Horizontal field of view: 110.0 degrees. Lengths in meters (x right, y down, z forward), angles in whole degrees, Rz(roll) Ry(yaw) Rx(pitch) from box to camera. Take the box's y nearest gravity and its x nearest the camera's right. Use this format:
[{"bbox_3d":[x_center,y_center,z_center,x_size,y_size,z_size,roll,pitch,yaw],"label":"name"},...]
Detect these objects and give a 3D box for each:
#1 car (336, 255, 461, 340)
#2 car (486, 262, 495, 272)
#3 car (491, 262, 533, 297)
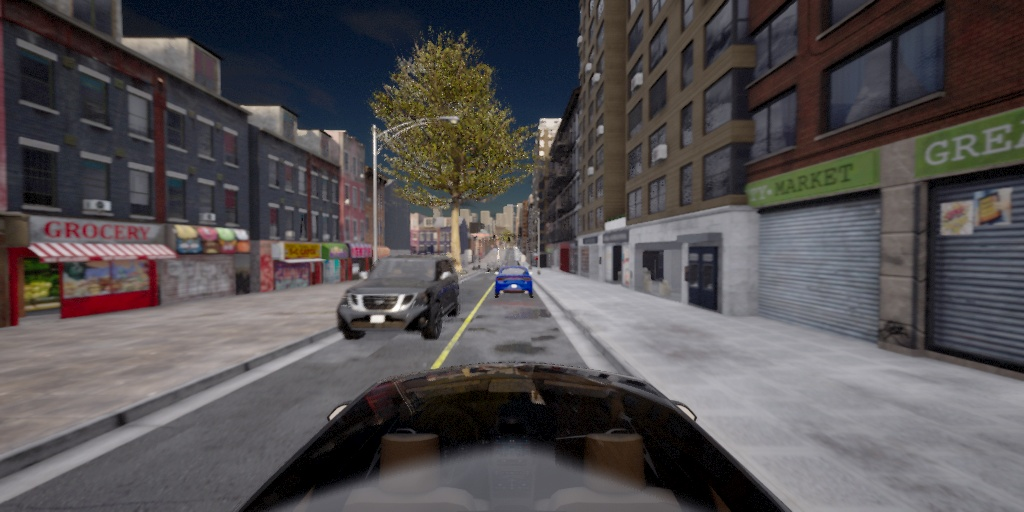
[{"bbox_3d":[-2.850,0.983,10.372,2.150,2.045,5.566,0,0,0],"label":"car"},{"bbox_3d":[-2.748,1.728,54.246,1.837,1.490,4.892,0,-1,0],"label":"car"},{"bbox_3d":[0.099,1.276,19.176,1.882,1.535,5.008,0,0,0],"label":"car"}]
